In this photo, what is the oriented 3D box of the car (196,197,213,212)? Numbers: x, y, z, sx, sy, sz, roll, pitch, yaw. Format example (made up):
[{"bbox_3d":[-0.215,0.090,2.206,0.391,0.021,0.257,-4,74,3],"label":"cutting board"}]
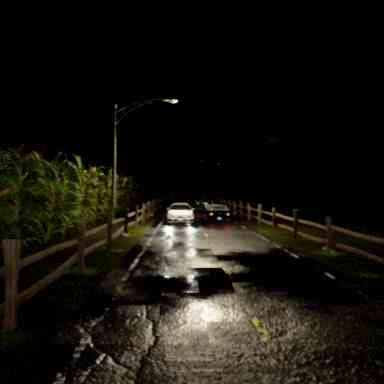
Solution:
[{"bbox_3d":[1.452,1.388,39.851,2.097,1.767,4.553,1,0,-1],"label":"car"}]

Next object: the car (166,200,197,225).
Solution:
[{"bbox_3d":[-0.820,1.513,23.830,1.812,1.442,4.674,1,0,-2],"label":"car"}]

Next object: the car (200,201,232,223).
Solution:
[{"bbox_3d":[1.919,1.628,26.070,1.895,1.301,4.718,1,0,-1],"label":"car"}]
